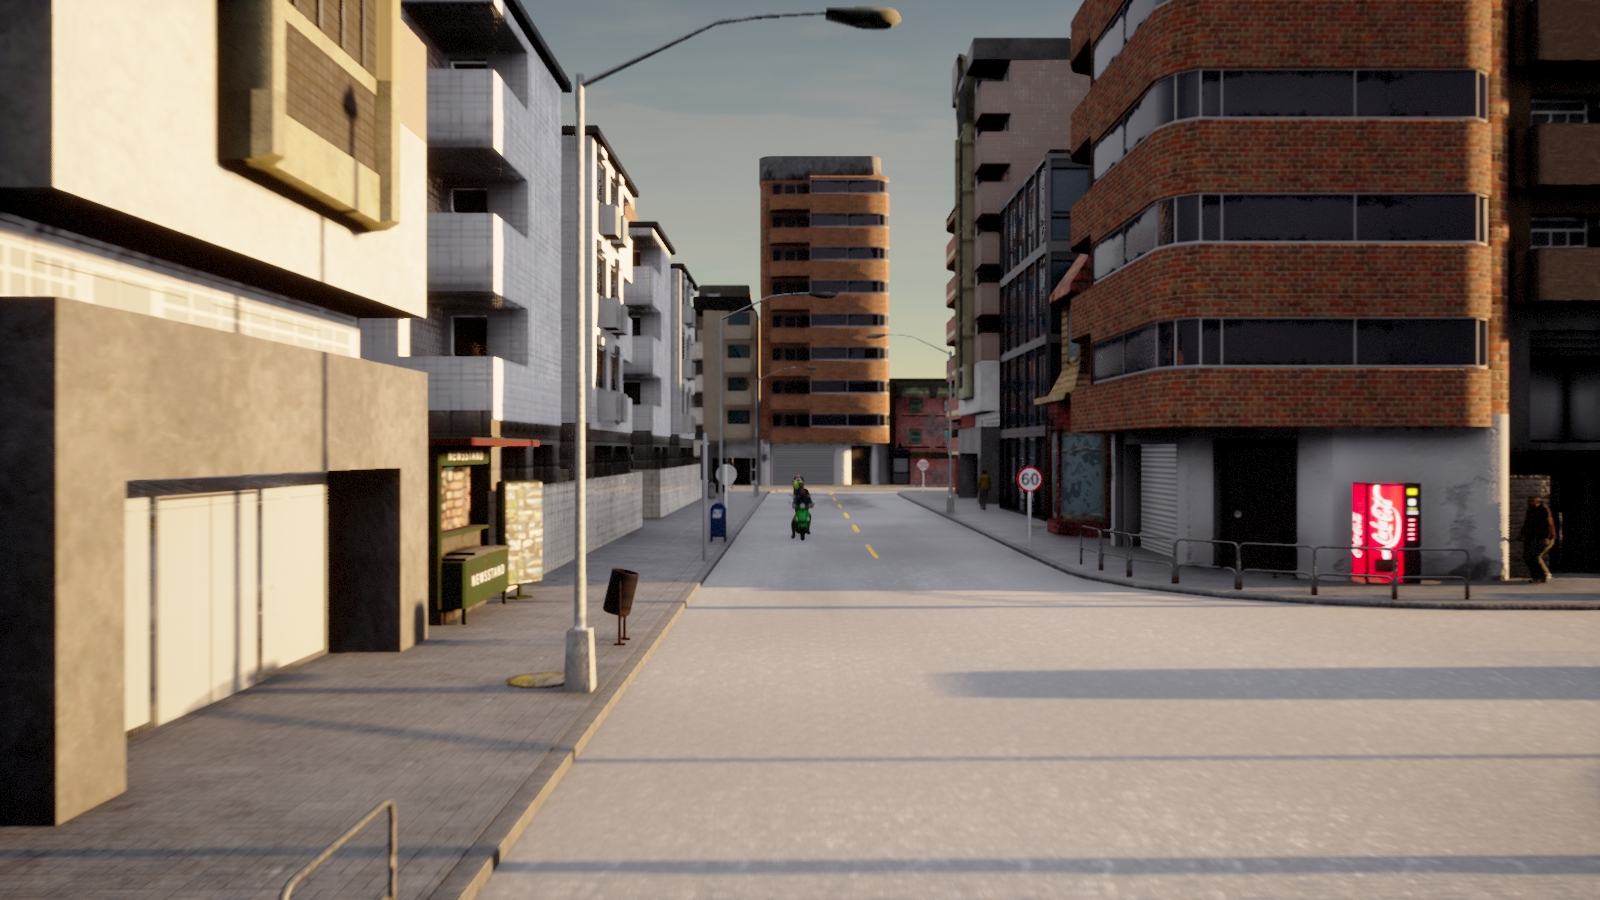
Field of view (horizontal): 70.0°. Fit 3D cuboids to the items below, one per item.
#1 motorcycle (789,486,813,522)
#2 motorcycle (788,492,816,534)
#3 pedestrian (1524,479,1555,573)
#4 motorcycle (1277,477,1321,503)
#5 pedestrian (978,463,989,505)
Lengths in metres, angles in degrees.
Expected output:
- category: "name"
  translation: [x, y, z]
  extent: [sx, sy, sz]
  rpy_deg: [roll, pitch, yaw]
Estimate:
- category: "motorcycle"
  translation: [0.037, 1.962, 42.052]
  extent: [0.856, 1.236, 1.805]
  rpy_deg: [0, 0, 0]
- category: "motorcycle"
  translation: [0.069, 1.962, 35.860]
  extent: [0.856, 1.236, 1.805]
  rpy_deg: [0, 0, 0]
- category: "pedestrian"
  translation: [14.777, 1.516, 22.834]
  extent: [0.375, 1.860, 0.375]
  rpy_deg: [0, 0, -5]
- category: "motorcycle"
  translation: [24.402, 1.962, 55.919]
  extent: [1.805, 1.236, 0.856]
  rpy_deg: [0, 0, 2]
- category: "pedestrian"
  translation: [8.160, 1.523, 50.732]
  extent: [0.375, 1.860, 0.375]
  rpy_deg: [0, 0, -8]
